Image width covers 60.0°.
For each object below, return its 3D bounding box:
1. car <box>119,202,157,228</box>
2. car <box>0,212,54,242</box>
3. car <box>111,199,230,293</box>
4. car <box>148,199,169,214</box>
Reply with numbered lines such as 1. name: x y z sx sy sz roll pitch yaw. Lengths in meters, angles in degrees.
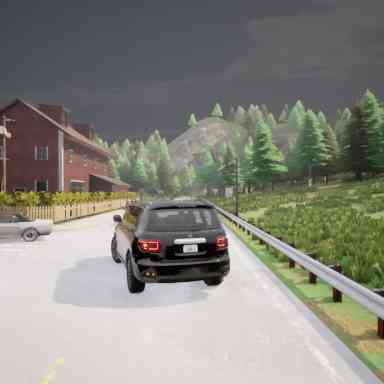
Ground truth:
1. car: -3.614 1.505 23.172 1.837 1.490 4.892 0 0 0
2. car: -8.838 1.601 15.119 4.718 1.301 1.895 0 0 -24
3. car: -0.868 1.221 9.189 2.150 2.045 5.566 0 0 -18
4. car: -3.615 1.506 36.894 1.837 1.490 4.892 0 0 0
